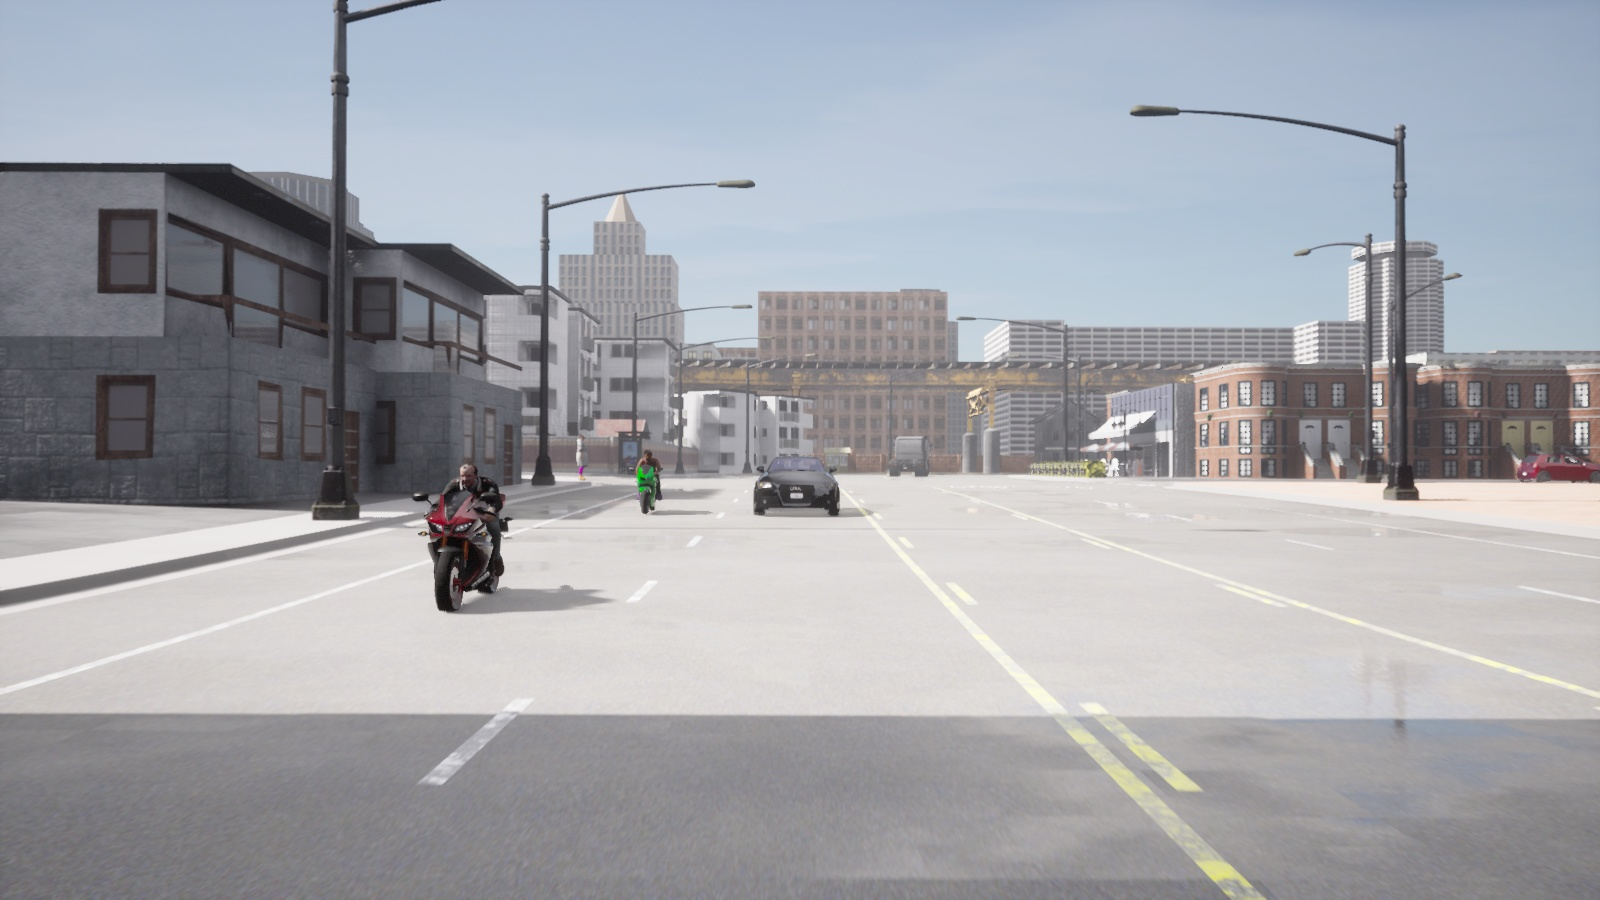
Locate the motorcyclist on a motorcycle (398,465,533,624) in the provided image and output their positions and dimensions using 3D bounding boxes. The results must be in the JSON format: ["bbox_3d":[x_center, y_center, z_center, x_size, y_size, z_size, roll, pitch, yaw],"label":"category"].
[{"bbox_3d":[-3.532,0.943,13.472,0.866,1.530,2.191,0,0,0],"label":"motorcyclist on a motorcycle"}]

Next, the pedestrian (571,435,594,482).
[{"bbox_3d":[-9.028,0.351,52.071,0.873,1.952,0.659,0,-1,-5],"label":"pedestrian"}]

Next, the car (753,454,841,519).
[{"bbox_3d":[-0.073,0.825,30.312,1.994,1.385,4.181,0,1,0],"label":"car"}]

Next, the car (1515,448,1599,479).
[{"bbox_3d":[36.856,0.654,60.620,3.633,1.501,1.845,0,-1,1],"label":"car"}]

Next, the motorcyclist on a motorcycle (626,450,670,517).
[{"bbox_3d":[-3.572,0.763,29.725,0.797,1.523,2.044,0,0,0],"label":"motorcyclist on a motorcycle"}]
